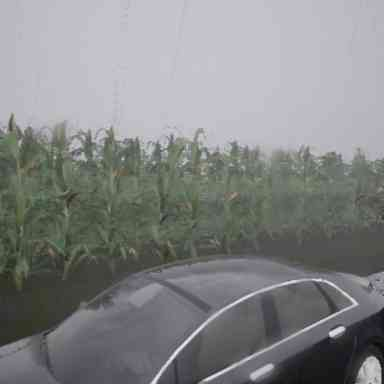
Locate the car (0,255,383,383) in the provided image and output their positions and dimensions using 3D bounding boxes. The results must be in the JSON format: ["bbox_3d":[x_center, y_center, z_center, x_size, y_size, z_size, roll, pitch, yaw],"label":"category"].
[{"bbox_3d":[0.038,1.488,3.103,4.892,1.490,1.837,-2,1,-36],"label":"car"}]
